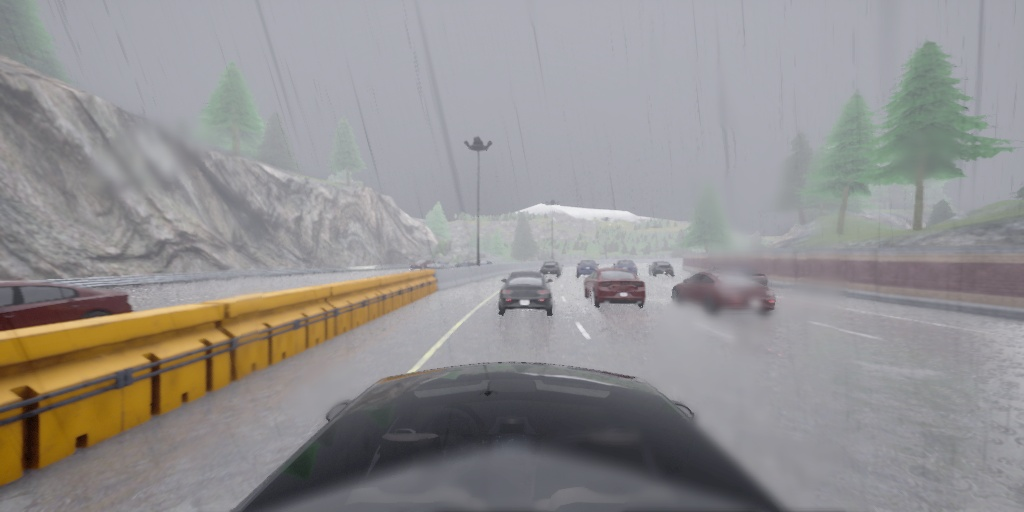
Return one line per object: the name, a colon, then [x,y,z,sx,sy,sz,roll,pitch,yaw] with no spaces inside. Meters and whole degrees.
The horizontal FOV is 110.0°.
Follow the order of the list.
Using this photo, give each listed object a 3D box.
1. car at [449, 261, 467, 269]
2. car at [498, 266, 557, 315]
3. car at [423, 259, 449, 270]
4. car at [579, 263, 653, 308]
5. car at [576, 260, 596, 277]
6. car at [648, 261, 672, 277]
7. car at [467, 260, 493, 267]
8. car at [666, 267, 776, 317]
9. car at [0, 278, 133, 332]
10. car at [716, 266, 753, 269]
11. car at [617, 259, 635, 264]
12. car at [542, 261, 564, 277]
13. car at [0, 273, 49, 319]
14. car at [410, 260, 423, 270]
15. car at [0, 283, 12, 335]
car: [-6.640,1.351,50.436,1.994,1.385,4.181,0,0,18]
car: [0.560,1.285,13.480,1.812,1.442,4.674,0,0,4]
car: [-10.203,1.387,50.861,1.895,1.301,4.718,0,0,17]
car: [4.235,1.239,15.407,1.882,1.535,5.008,0,0,5]
car: [7.506,1.129,35.380,2.097,1.767,4.553,0,0,13]
car: [14.777,1.282,35.680,1.837,1.490,4.892,0,0,14]
car: [-3.844,1.310,47.726,1.812,1.442,4.674,0,0,17]
car: [7.550,1.285,13.166,1.812,1.442,4.674,0,0,4]
car: [-10.447,1.230,6.784,1.882,1.535,5.008,0,0,2]
car: [11.685,1.256,19.315,2.128,1.511,4.902,0,0,7]
car: [11.101,1.129,35.362,2.097,1.767,4.553,0,0,14]
car: [3.979,1.281,35.701,1.837,1.490,4.892,0,0,13]
car: [-17.371,1.302,9.938,2.033,1.411,5.357,0,0,2]
car: [-13.130,1.265,53.156,1.882,1.535,5.008,0,0,18]
car: [-13.957,1.353,6.949,1.895,1.301,4.718,0,0,2]
